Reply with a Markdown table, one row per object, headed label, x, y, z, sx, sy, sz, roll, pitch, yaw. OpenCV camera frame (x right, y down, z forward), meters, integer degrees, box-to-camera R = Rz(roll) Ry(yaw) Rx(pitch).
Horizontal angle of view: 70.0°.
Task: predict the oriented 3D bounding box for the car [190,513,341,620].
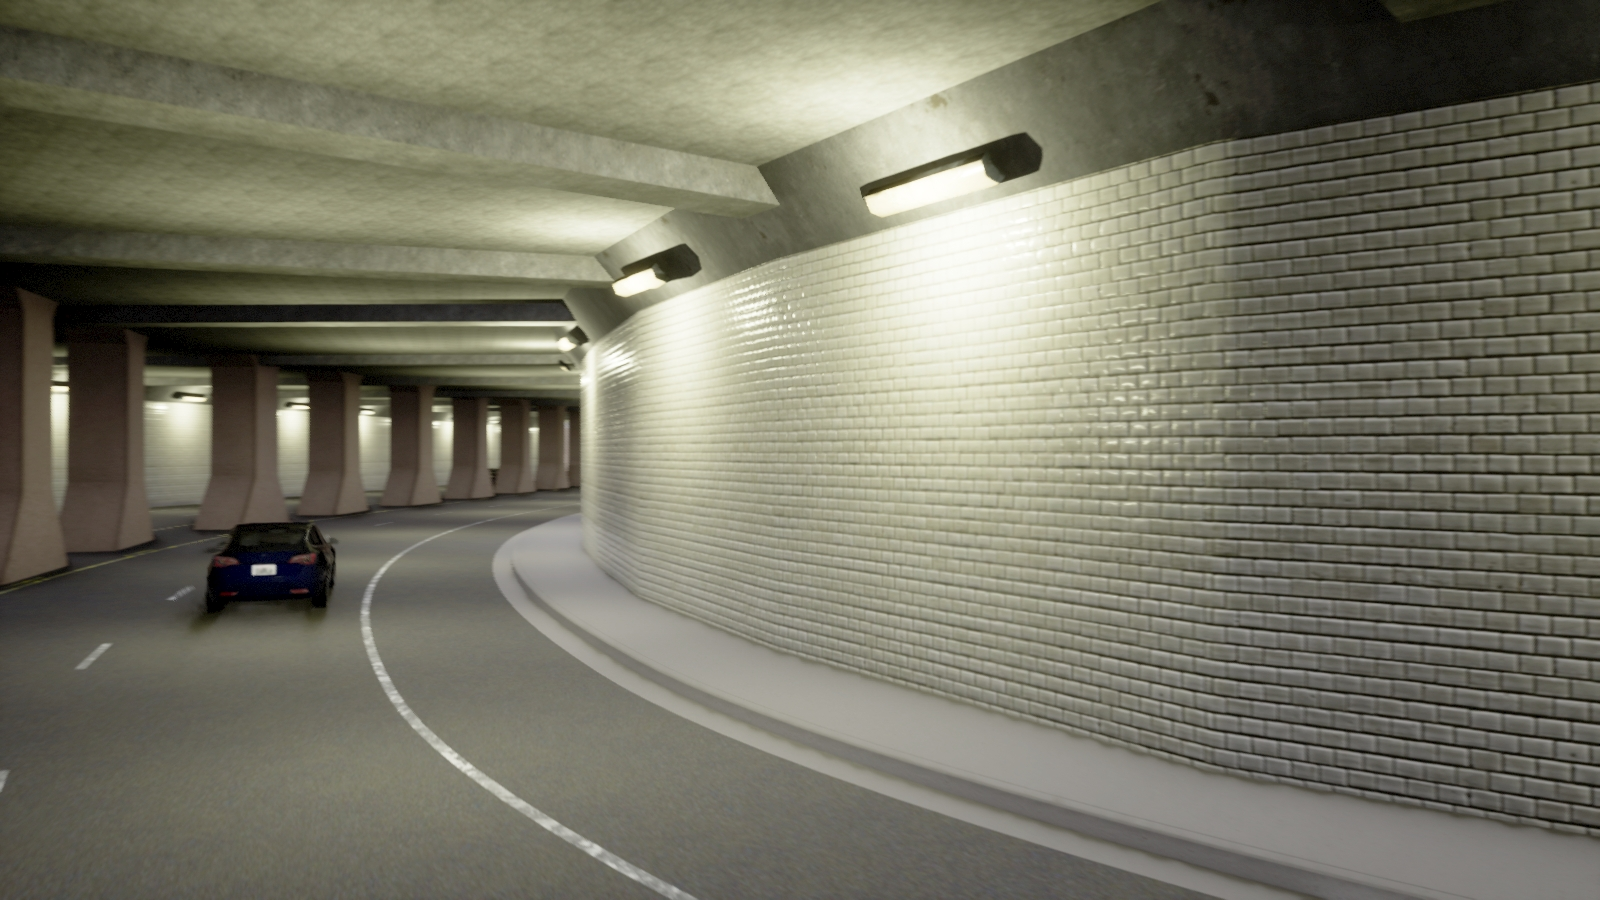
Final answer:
| label | x | y | z | sx | sy | sz | roll | pitch | yaw |
| --- | --- | --- | --- | --- | --- | --- | --- | --- | --- |
| car | -9.913 | 2.083 | 21.567 | 2.163 | 1.488 | 4.792 | 0 | 0 | -20 |
